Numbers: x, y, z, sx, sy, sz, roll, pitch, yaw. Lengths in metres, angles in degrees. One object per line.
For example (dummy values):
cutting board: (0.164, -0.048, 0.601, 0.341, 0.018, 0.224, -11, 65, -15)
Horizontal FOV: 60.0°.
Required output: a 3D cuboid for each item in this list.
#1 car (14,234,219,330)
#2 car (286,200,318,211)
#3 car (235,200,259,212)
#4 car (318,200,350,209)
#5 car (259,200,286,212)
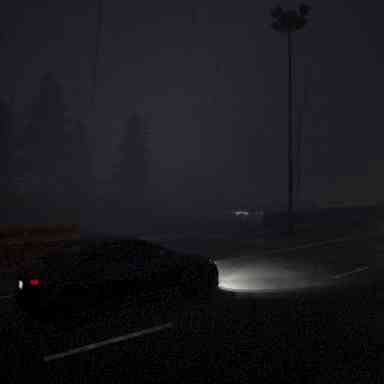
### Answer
car: (-1.429, 1.619, 7.121, 4.181, 1.385, 1.994, 0, 0, -36)
car: (13.839, 1.732, 40.300, 2.128, 1.511, 4.902, 0, 0, 42)
car: (7.906, 1.830, 44.116, 2.033, 1.411, 5.357, 0, -1, 42)
car: (16.529, 1.697, 38.050, 1.882, 1.535, 5.008, 0, 0, 41)
car: (10.829, 1.788, 42.183, 1.812, 1.442, 4.674, 0, 0, 42)
